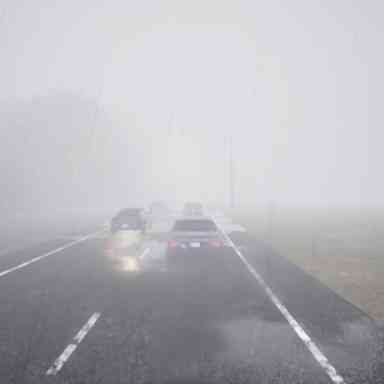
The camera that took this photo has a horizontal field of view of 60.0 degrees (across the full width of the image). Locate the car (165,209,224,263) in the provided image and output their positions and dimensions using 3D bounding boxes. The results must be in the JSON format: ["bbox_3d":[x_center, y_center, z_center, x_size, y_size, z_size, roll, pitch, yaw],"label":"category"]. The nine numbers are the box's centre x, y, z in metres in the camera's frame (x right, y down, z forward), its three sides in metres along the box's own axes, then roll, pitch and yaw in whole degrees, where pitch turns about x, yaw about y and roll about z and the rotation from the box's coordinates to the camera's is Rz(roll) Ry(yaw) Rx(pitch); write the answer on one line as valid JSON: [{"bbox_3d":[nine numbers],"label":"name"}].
[{"bbox_3d":[0.094,1.570,12.086,2.033,1.411,5.357,0,0,0],"label":"car"}]

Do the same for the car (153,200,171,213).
[{"bbox_3d":[-3.405,1.583,34.931,1.812,1.442,4.674,0,0,0],"label":"car"}]

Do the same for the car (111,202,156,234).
[{"bbox_3d":[-3.403,1.560,19.204,1.812,1.442,4.674,0,0,0],"label":"car"}]

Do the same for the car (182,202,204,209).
[{"bbox_3d":[0.093,1.596,28.687,2.033,1.411,5.357,0,0,0],"label":"car"}]
